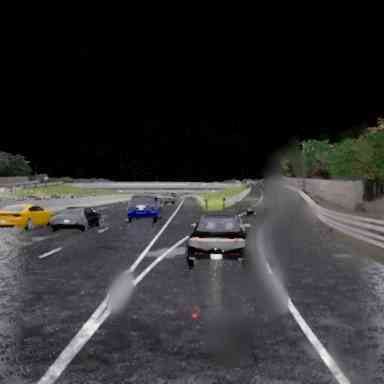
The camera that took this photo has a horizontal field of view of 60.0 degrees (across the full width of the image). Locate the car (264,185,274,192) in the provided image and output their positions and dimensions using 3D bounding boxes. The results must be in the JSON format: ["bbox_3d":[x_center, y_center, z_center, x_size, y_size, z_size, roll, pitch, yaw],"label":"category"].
[{"bbox_3d":[19.548,-0.892,84.400,2.128,1.511,4.902,0,3,10],"label":"car"}]

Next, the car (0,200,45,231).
[{"bbox_3d":[-10.430,1.492,20.936,1.882,1.535,5.008,0,0,0],"label":"car"}]

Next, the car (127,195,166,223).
[{"bbox_3d":[-3.544,1.243,25.745,2.150,2.045,5.566,0,0,0],"label":"car"}]

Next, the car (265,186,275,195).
[{"bbox_3d":[17.507,-0.185,74.105,2.033,1.411,5.357,0,3,11],"label":"car"}]

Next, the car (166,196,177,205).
[{"bbox_3d":[-3.778,1.454,58.167,1.837,1.490,4.892,0,0,-1],"label":"car"}]

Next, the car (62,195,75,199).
[{"bbox_3d":[-24.879,1.407,67.014,1.812,1.442,4.674,0,0,-1],"label":"car"}]

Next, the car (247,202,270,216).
[{"bbox_3d":[6.674,1.671,33.244,1.895,1.301,4.718,0,1,18],"label":"car"}]

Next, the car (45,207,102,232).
[{"bbox_3d":[-6.929,1.579,20.370,1.994,1.385,4.181,0,0,0],"label":"car"}]

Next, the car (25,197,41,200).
[{"bbox_3d":[-24.752,1.542,51.653,1.994,1.385,4.181,0,0,0],"label":"car"}]

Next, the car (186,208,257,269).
[{"bbox_3d":[0.964,1.502,11.203,2.128,1.511,4.902,0,0,7],"label":"car"}]
